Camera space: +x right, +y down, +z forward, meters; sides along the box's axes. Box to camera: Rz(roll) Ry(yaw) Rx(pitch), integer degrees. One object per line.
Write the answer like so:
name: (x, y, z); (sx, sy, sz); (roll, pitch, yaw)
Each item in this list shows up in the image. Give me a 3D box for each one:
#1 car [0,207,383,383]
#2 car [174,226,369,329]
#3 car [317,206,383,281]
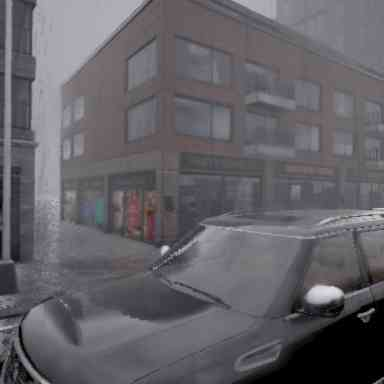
car: (0.976, 1.249, 3.764); (5.566, 2.045, 2.150); (1, 0, -35)
car: (1.938, 1.622, 7.567); (4.313, 1.339, 1.947); (1, 0, -35)
car: (6.567, 1.426, 10.866); (5.009, 1.841, 2.192); (1, 0, -35)
